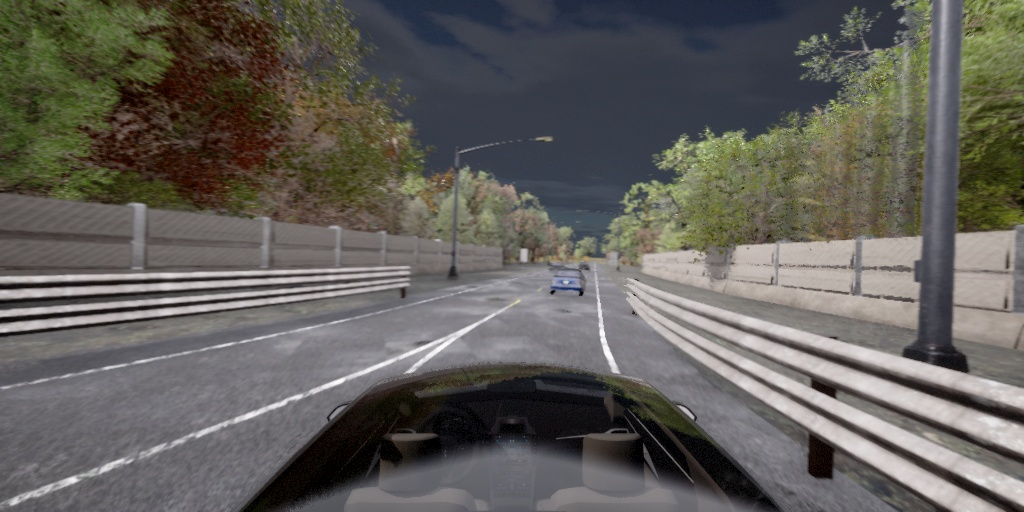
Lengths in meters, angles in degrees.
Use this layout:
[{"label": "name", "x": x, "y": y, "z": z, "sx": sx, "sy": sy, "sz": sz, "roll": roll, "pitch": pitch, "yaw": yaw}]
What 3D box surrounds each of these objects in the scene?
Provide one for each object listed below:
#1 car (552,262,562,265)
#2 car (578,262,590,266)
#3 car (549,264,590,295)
[{"label": "car", "x": 6.374, "y": 1.565, "z": 50.683, "sx": 2.033, "sy": 1.411, "sz": 5.357, "roll": 3, "pitch": 0, "yaw": 13}, {"label": "car", "x": 11.666, "y": 1.741, "z": 57.960, "sx": 1.837, "sy": 1.490, "sz": 4.892, "roll": 2, "pitch": 0, "yaw": 13}, {"label": "car", "x": 3.364, "y": 1.443, "z": 21.136, "sx": 2.033, "sy": 1.411, "sz": 5.357, "roll": 2, "pitch": 0, "yaw": 13}]
